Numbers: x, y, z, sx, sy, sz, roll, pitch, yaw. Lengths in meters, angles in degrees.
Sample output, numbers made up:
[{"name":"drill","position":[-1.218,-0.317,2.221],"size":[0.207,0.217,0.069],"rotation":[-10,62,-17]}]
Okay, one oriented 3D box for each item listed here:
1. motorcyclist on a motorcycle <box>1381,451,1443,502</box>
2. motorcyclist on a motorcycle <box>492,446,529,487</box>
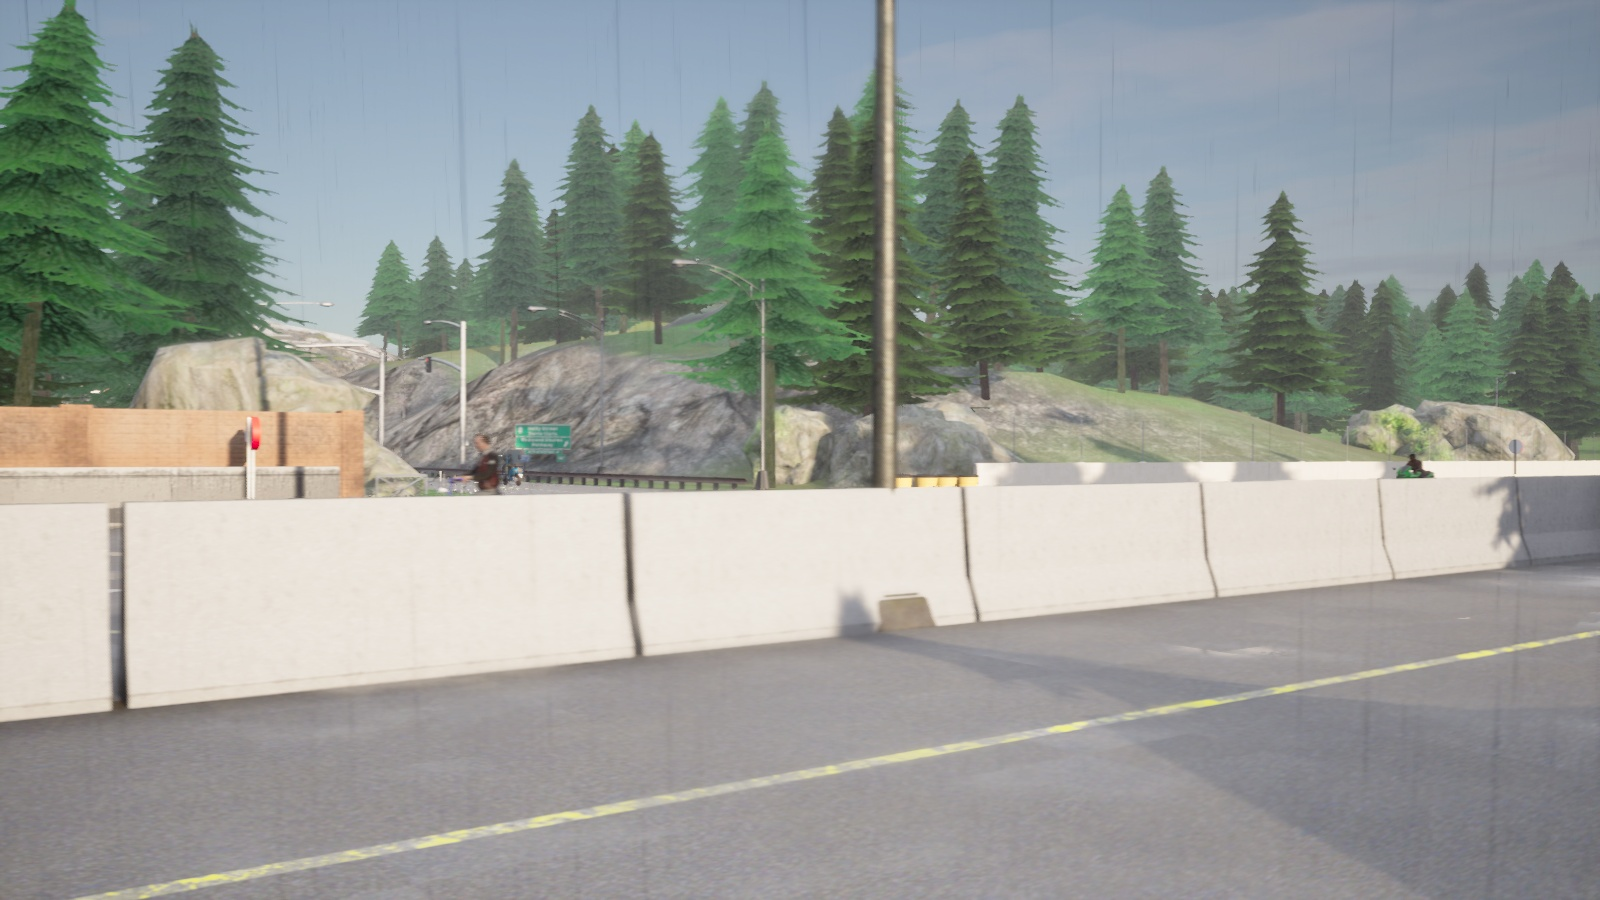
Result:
[{"name":"motorcyclist on a motorcycle","position":[18.586,0.782,38.124],"size":[2.044,1.523,0.797],"rotation":[0,0,-35]},{"name":"motorcyclist on a motorcycle","position":[-11.579,0.652,50.192],"size":[0.866,1.590,1.817],"rotation":[0,0,-35]}]
